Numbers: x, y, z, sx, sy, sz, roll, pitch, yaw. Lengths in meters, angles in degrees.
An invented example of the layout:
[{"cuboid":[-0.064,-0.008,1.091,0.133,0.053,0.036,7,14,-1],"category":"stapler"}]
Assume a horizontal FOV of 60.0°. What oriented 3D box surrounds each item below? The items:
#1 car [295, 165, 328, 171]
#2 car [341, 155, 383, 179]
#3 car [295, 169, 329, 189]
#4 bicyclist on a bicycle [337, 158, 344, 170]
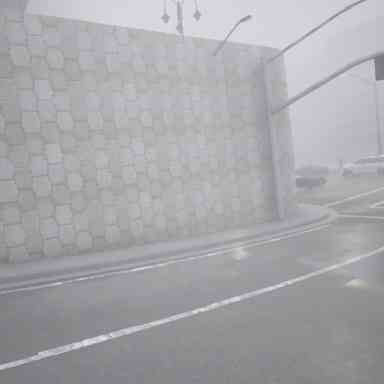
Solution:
[{"cuboid":[14.715,-2.698,42.597,2.033,1.411,5.357,-11,6,-35],"category":"car"},{"cuboid":[17.500,-2.483,32.579,2.150,2.045,5.566,-11,6,-35],"category":"car"},{"cuboid":[10.010,-1.014,30.944,1.895,1.301,4.718,-11,6,-35],"category":"car"},{"cuboid":[20.067,-3.821,44.862,1.656,1.620,0.582,-11,6,-35],"category":"bicyclist on a bicycle"}]
